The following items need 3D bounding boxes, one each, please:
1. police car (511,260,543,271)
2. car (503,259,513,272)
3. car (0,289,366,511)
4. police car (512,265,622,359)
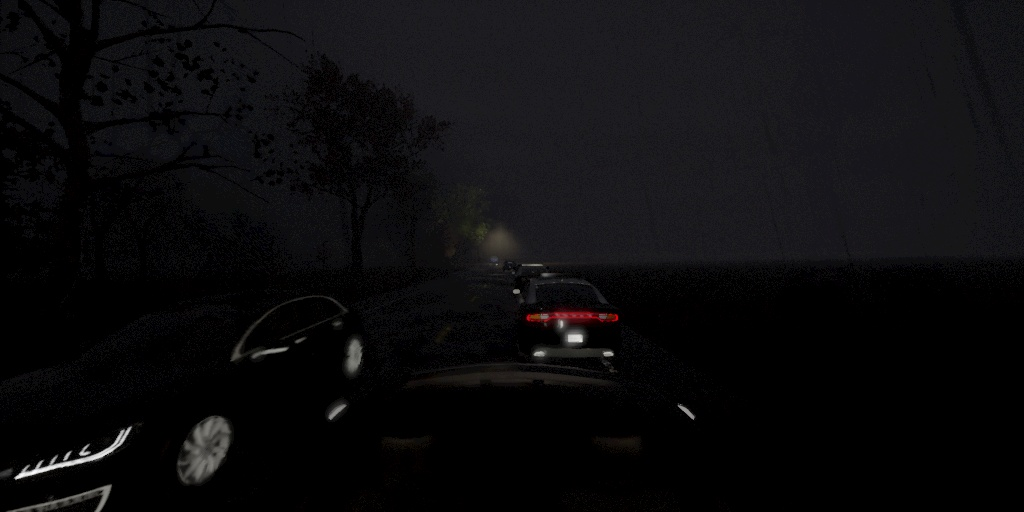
[{"bbox_3d":[1.037,1.181,18.592,1.930,1.638,5.238,0,0,0],"label":"police car"},{"bbox_3d":[-0.237,1.345,47.185,1.994,1.385,4.181,0,0,0],"label":"car"},{"bbox_3d":[-3.502,1.255,4.529,1.837,1.490,4.892,0,0,0],"label":"car"},{"bbox_3d":[1.059,1.176,8.582,1.930,1.638,5.238,0,0,0],"label":"police car"}]
